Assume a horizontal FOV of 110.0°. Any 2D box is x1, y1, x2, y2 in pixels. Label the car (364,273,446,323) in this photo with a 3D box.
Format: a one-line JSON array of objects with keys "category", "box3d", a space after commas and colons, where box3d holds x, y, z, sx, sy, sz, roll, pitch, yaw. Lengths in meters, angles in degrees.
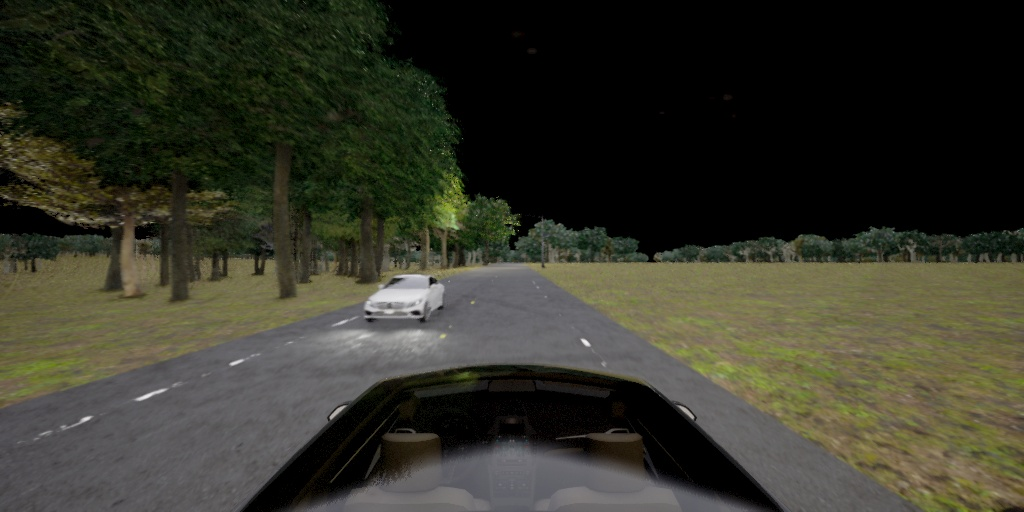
[{"category": "car", "box3d": [-3.505, 1.349, 12.586, 1.812, 1.442, 4.674, 0, 0, 0]}]
